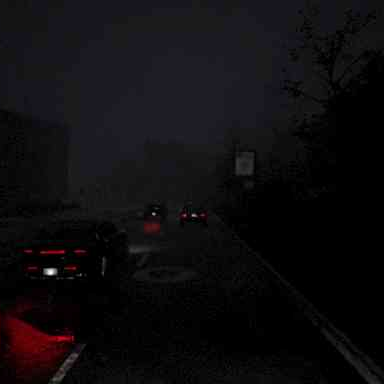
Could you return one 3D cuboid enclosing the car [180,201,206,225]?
[{"bbox_3d":[0.093,1.599,24.445,2.033,1.411,5.357,0,0,0],"label":"car"}]

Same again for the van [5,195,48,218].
[{"bbox_3d":[-15.551,1.300,30.911,1.878,1.987,4.442,0,0,0],"label":"van"}]

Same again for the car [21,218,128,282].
[{"bbox_3d":[-3.150,1.526,9.825,1.837,1.490,4.892,0,0,0],"label":"car"}]

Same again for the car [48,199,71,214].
[{"bbox_3d":[-15.567,1.568,36.522,2.163,1.488,4.792,0,0,0],"label":"car"}]

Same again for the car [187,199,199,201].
[{"bbox_3d":[0.115,1.580,42.750,2.128,1.511,4.902,0,0,0],"label":"car"}]

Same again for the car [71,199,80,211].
[{"bbox_3d":[-15.597,1.591,42.018,2.002,1.452,4.674,-2,0,0],"label":"car"}]

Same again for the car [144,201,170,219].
[{"bbox_3d":[-3.149,1.567,29.862,1.837,1.490,4.892,0,0,0],"label":"car"}]
